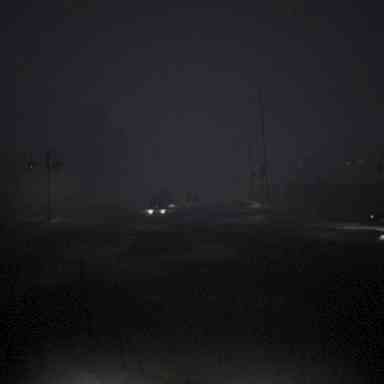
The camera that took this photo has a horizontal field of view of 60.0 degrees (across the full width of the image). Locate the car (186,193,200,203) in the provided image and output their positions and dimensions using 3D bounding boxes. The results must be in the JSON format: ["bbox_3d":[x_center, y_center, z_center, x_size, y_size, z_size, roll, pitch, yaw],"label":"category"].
[{"bbox_3d":[0.097,0.862,50.154,2.128,1.511,4.902,0,1,0],"label":"car"}]

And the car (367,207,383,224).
[{"bbox_3d":[12.643,1.140,19.111,4.892,1.490,1.837,0,0,-5],"label":"car"}]

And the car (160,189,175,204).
[{"bbox_3d":[-3.564,0.628,47.297,2.150,2.045,5.566,0,1,0],"label":"car"}]

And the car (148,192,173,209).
[{"bbox_3d":[-3.590,1.086,36.727,2.033,1.411,5.357,0,1,0],"label":"car"}]
